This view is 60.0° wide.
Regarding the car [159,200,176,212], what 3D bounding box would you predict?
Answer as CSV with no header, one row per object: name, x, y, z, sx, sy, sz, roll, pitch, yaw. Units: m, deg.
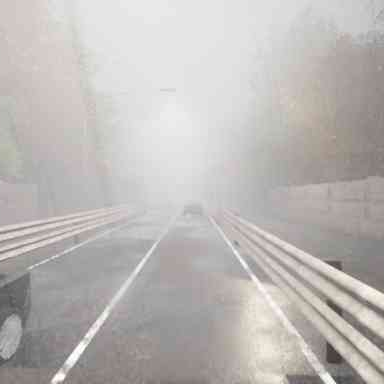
car,-3.214,1.767,44.187,1.882,1.535,5.008,0,-1,0

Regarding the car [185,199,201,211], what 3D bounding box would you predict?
car,0.155,1.818,46.571,2.128,1.511,4.902,0,-1,1

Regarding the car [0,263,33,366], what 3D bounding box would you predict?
car,-3.342,1.486,2.987,1.882,1.535,5.008,0,0,0

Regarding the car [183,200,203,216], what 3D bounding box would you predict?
car,0.097,1.646,34.076,1.882,1.535,5.008,0,0,0
